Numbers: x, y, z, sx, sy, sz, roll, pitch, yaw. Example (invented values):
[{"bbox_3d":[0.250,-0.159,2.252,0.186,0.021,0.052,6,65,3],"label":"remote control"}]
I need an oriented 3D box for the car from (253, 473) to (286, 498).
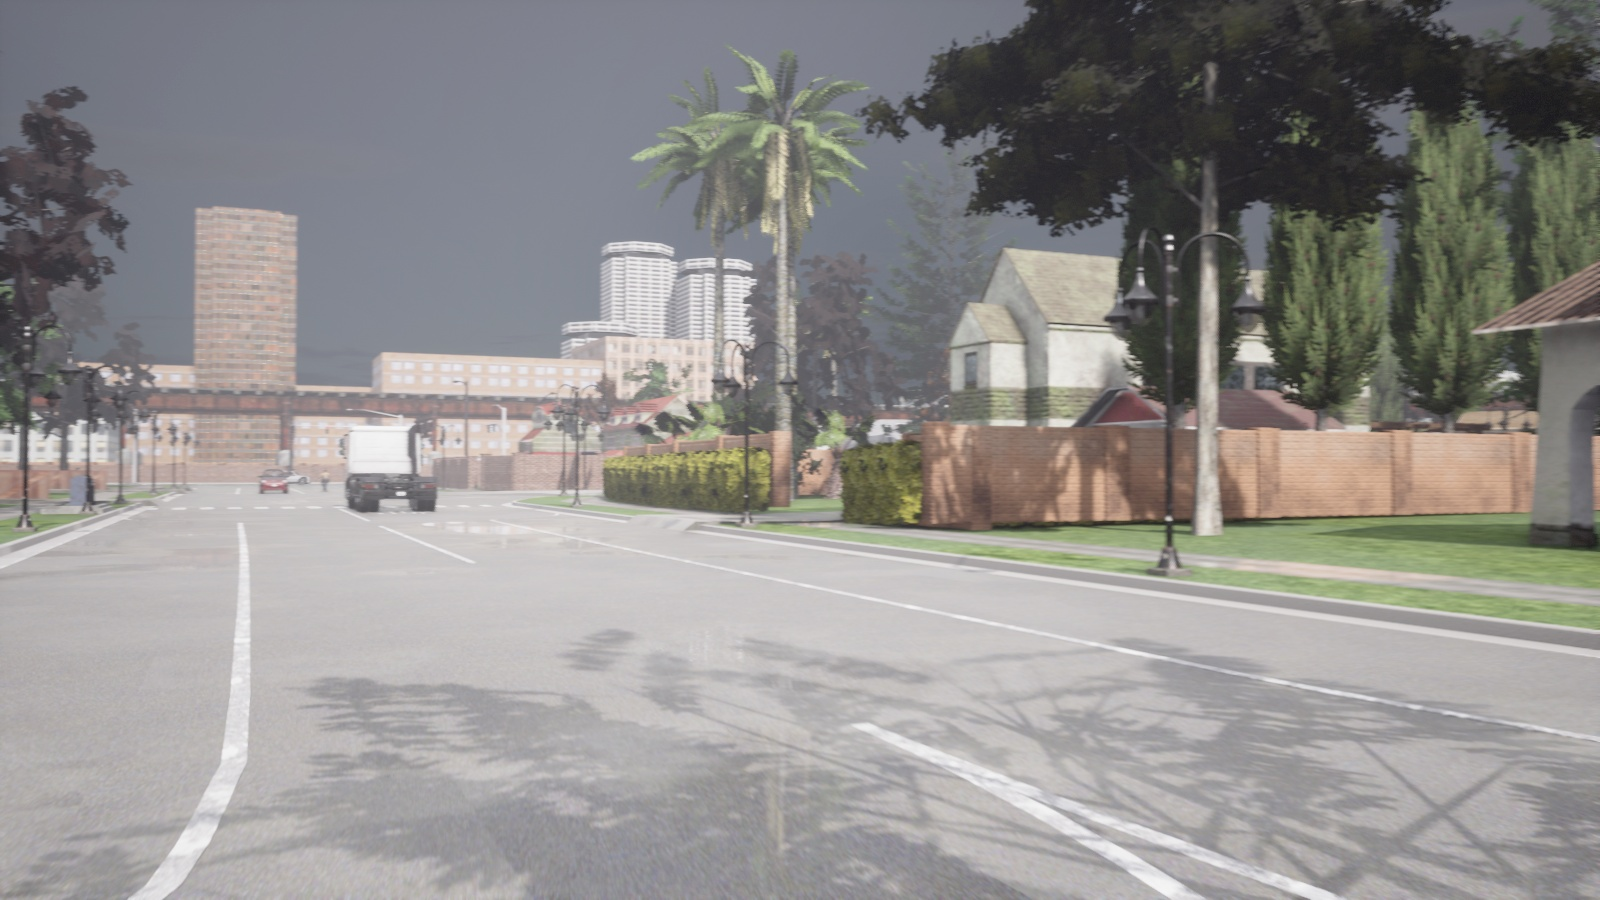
[{"bbox_3d":[-34.969,2.304,82.746,1.851,1.617,3.988,0,-1,-25],"label":"car"}]

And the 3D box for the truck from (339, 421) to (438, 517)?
[{"bbox_3d":[-16.327,0.758,49.488,2.891,3.462,7.936,0,-1,-24],"label":"truck"}]
